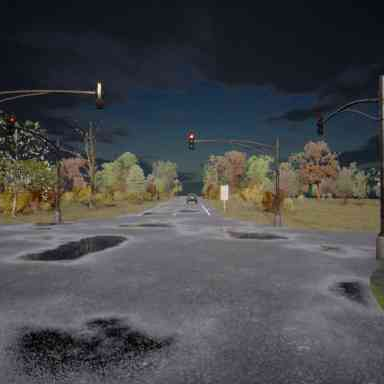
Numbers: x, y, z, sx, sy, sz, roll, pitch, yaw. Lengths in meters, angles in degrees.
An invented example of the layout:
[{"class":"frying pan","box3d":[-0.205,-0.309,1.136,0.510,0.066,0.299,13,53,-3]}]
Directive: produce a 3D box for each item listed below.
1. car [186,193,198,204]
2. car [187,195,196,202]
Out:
[{"class":"car","box3d":[-0.002,1.291,67.629,2.150,2.045,5.566,0,0,0]},{"class":"car","box3d":[-0.003,1.464,78.020,2.033,1.411,5.357,0,0,0]}]
